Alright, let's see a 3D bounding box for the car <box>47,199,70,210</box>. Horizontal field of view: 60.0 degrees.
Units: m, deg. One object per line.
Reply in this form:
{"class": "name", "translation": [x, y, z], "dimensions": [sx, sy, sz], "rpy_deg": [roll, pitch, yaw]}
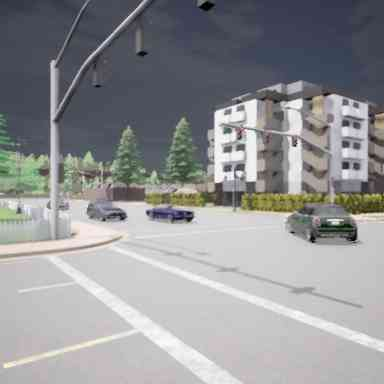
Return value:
{"class": "car", "translation": [-16.928, 1.561, 41.958], "dimensions": [2.033, 1.411, 5.357], "rpy_deg": [0, 0, -34]}

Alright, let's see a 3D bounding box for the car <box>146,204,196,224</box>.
{"class": "car", "translation": [-1.710, 1.618, 25.581], "dimensions": [1.895, 1.301, 4.718], "rpy_deg": [0, 0, -34]}

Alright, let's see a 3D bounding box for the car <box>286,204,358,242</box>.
{"class": "car", "translation": [6.231, 1.370, 16.502], "dimensions": [2.097, 1.767, 4.553], "rpy_deg": [0, 0, 1]}

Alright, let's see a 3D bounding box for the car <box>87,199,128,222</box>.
{"class": "car", "translation": [-7.055, 1.560, 27.241], "dimensions": [2.033, 1.411, 5.357], "rpy_deg": [0, 0, -34]}
